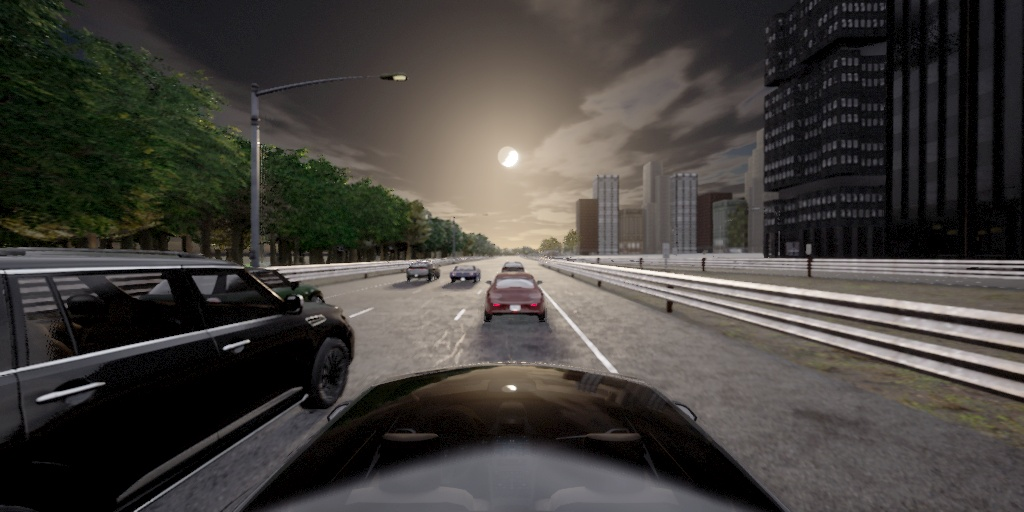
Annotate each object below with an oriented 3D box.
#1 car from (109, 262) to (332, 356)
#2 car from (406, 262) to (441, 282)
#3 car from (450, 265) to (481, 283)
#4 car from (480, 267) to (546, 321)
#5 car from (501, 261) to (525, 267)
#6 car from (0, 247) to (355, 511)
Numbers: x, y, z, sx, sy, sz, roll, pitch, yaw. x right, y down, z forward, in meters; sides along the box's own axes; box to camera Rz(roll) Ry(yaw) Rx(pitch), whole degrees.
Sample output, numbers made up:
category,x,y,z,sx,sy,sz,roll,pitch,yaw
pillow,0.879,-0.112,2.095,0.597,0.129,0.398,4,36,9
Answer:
category,x,y,z,sx,sy,sz,roll,pitch,yaw
car,-6.904,1.086,9.352,2.097,1.767,4.553,0,0,0
car,-6.910,1.184,28.342,2.128,1.511,4.902,0,0,0
car,-3.410,1.296,27.110,1.895,1.301,4.718,0,0,0
car,0.082,1.254,12.172,1.812,1.442,4.674,0,0,0
car,0.090,1.165,29.966,1.882,1.535,5.008,0,0,0
car,-3.402,0.969,2.968,2.150,2.045,5.566,0,0,0
